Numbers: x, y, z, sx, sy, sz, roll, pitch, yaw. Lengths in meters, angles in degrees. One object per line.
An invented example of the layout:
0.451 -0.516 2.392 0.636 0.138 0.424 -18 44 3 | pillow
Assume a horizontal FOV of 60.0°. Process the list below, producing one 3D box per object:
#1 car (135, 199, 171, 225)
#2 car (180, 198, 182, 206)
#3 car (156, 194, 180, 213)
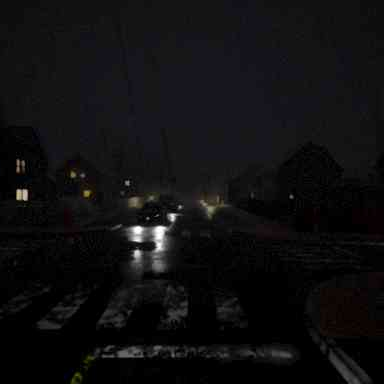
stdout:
-2.901 1.520 24.612 1.837 1.490 4.892 0 0 1 | car
-2.805 1.588 59.368 1.882 1.535 5.008 0 -1 0 | car
-2.887 1.264 38.272 2.150 2.045 5.566 0 0 0 | car
